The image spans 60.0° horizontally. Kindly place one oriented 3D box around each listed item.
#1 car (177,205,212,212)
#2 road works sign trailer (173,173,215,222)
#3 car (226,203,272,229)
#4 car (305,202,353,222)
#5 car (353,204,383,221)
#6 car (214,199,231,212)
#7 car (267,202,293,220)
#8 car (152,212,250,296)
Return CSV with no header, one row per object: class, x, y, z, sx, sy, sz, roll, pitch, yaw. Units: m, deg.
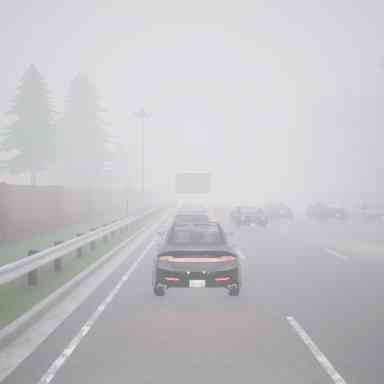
car,0.095,1.474,19.048,1.882,1.535,5.008,0,0,4
road works sign trailer,0.065,0.464,22.968,2.380,3.560,2.880,0,0,-2
car,3.594,1.600,21.897,1.895,1.301,4.718,0,0,0
car,10.594,1.525,26.503,1.812,1.442,4.674,0,0,0
car,14.093,1.601,26.816,1.895,1.301,4.718,0,0,0
car,3.590,1.526,38.250,1.812,1.442,4.674,0,0,0
car,7.092,1.564,28.243,1.994,1.385,4.181,0,0,0
car,0.098,1.491,8.621,2.128,1.511,4.902,0,0,0
